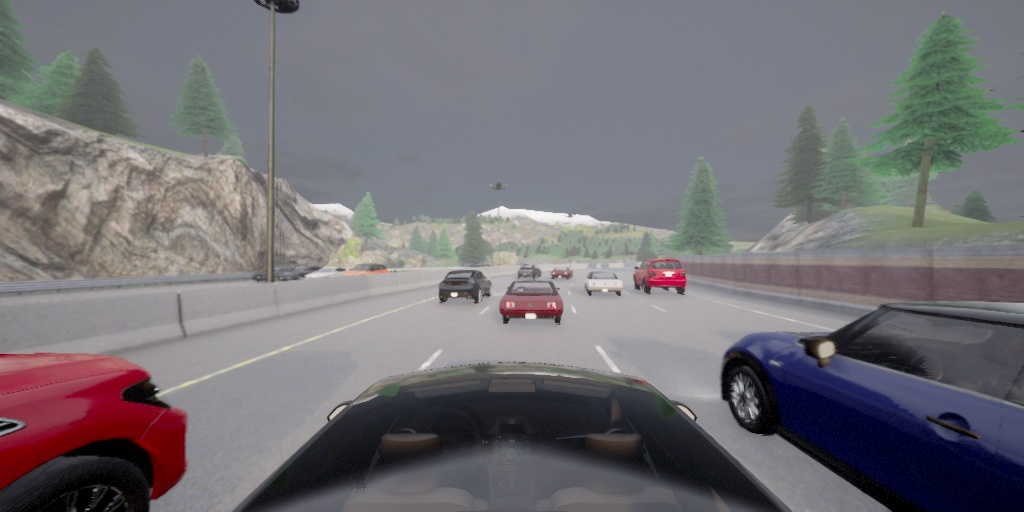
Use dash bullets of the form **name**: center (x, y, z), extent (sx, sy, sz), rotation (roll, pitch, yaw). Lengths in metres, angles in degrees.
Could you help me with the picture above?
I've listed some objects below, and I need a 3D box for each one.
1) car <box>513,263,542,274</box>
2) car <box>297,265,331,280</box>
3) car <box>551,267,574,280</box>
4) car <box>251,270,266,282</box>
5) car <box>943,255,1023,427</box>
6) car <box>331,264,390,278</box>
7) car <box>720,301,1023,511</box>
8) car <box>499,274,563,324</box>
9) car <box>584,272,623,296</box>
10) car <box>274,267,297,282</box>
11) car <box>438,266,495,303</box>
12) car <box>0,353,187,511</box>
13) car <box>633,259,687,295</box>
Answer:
- **car**: center (1.933, 1.674, 38.279), extent (2.128, 1.511, 4.902), rotation (0, -1, 15)
- **car**: center (-14.758, 1.584, 29.240), extent (1.812, 1.442, 4.674), rotation (0, -1, 11)
- **car**: center (5.363, 1.778, 37.673), extent (1.895, 1.301, 4.718), rotation (0, -1, 16)
- **car**: center (-21.220, 1.654, 32.528), extent (1.994, 1.385, 4.181), rotation (0, -1, 12)
- **car**: center (7.134, 0.985, 2.263), extent (2.150, 2.045, 5.566), rotation (0, -1, 1)
- **car**: center (-11.432, 1.398, 27.965), extent (2.097, 1.767, 4.553), rotation (0, -1, 11)
- **car**: center (3.693, 1.118, 2.725), extent (2.097, 1.767, 4.553), rotation (0, -1, 1)
- **car**: center (0.735, 1.479, 12.599), extent (1.895, 1.301, 4.718), rotation (0, -1, 5)
- **car**: center (5.372, 1.589, 21.542), extent (1.895, 1.301, 4.718), rotation (0, -1, 9)
- **car**: center (-17.970, 1.580, 31.005), extent (1.837, 1.490, 4.892), rotation (0, -1, 12)
- **car**: center (-2.204, 1.442, 17.897), extent (1.837, 1.490, 4.892), rotation (0, -1, 7)
- **car**: center (-3.361, 0.950, 0.105), extent (2.150, 2.045, 5.566), rotation (0, -1, 0)
- **car**: center (9.042, 1.218, 22.296), extent (2.150, 2.045, 5.566), rotation (0, -1, 10)
